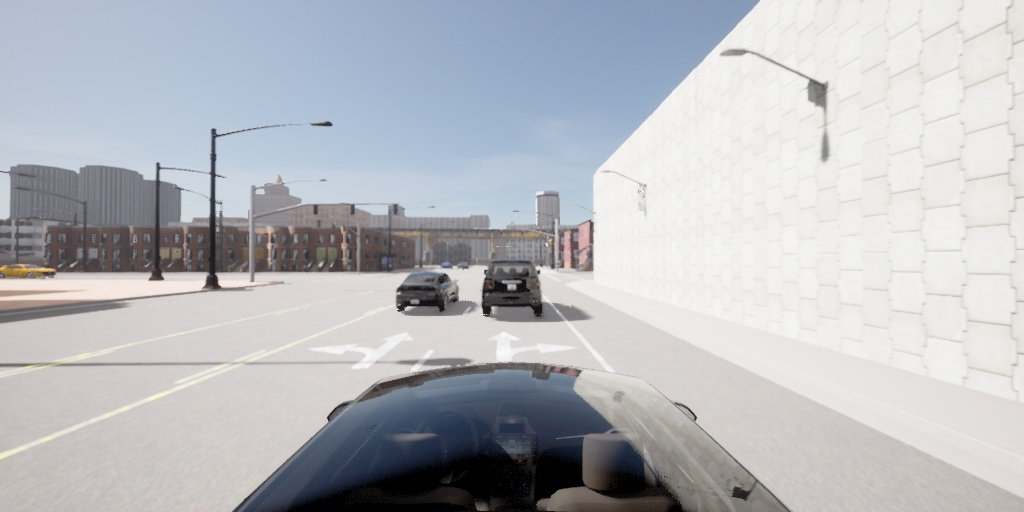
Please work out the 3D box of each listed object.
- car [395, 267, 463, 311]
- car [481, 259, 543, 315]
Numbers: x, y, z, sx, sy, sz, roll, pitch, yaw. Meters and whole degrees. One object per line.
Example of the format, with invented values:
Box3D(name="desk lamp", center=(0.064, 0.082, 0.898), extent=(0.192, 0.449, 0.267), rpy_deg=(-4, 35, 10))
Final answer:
Box3D(name="car", center=(-3.478, 1.412, 15.340), extent=(1.837, 1.490, 4.892), rpy_deg=(0, 0, 0))
Box3D(name="car", center=(0.013, 1.119, 14.404), extent=(2.150, 2.045, 5.566), rpy_deg=(0, 0, 0))
